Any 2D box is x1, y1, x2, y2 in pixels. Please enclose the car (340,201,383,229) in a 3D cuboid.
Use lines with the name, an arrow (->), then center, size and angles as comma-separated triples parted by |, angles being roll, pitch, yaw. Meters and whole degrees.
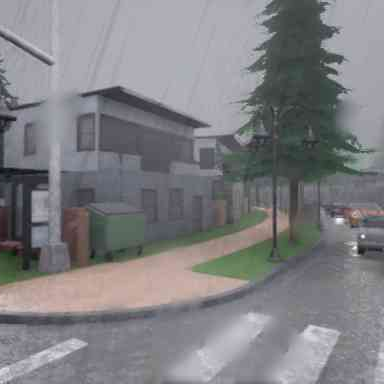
car -> 11.006, 1.367, 21.218 | 2.097, 1.767, 4.553 | 0, 0, 19

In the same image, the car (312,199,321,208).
car -> 18.040, 1.600, 45.561 | 1.994, 1.385, 4.181 | 0, 0, -3

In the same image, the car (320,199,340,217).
car -> 13.585, 1.587, 30.786 | 1.994, 1.385, 4.181 | 0, 0, 10

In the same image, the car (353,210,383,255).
car -> 7.515, 1.607, 13.003 | 1.895, 1.301, 4.718 | 0, 0, 28
